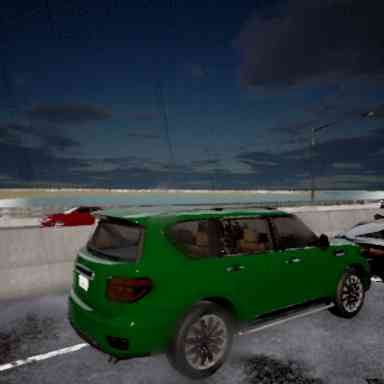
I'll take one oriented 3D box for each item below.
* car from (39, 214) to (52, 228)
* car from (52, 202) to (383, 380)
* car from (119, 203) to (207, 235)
[{"bbox_3d":[-6.908,1.560,20.555,4.674,1.442,1.812,0,0,-35],"label":"car"},{"bbox_3d":[0.824,1.235,5.747,5.566,2.045,2.150,0,0,-36],"label":"car"},{"bbox_3d":[-1.642,1.511,20.008,5.008,1.535,1.882,0,0,-35],"label":"car"}]
